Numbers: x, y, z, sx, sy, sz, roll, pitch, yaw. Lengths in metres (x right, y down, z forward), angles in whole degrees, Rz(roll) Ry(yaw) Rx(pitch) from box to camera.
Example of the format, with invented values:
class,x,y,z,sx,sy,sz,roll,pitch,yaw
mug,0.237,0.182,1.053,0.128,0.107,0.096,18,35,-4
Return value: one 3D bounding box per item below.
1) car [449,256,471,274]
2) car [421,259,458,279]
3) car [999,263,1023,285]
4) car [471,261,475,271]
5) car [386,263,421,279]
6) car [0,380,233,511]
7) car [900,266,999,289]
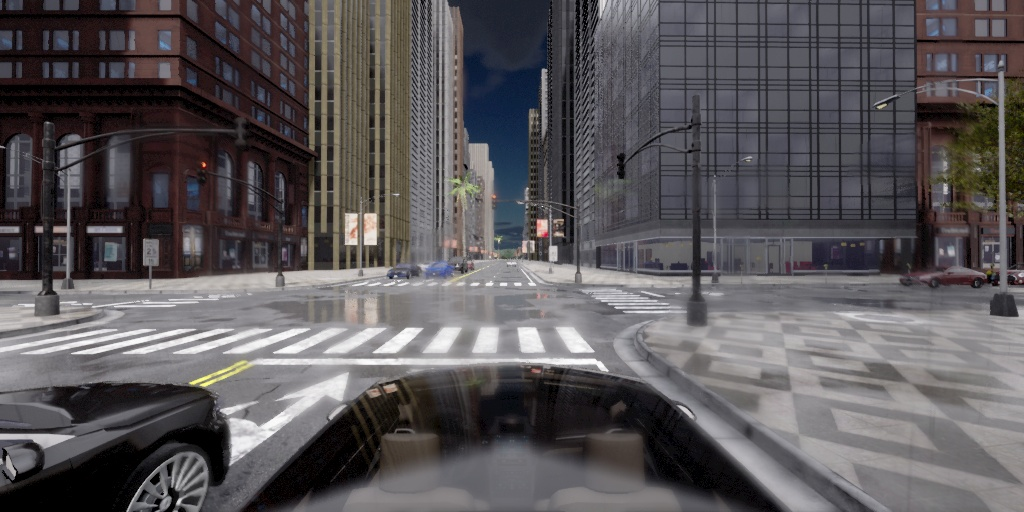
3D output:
class,x,y,z,sx,sy,sz,roll,pitch,yaw
car,-6.678,1.066,43.633,2.150,2.045,5.566,0,0,0
car,-6.658,1.290,33.525,1.882,1.535,5.008,0,0,2
car,32.064,1.117,22.086,4.097,1.591,1.967,0,0,-1
car,-6.681,1.410,53.923,1.812,1.442,4.674,0,0,0
car,-9.878,1.360,33.493,2.033,1.411,5.357,0,0,3
car,-3.137,1.241,0.886,2.128,1.511,4.902,0,0,-1
car,26.426,1.275,21.987,4.207,1.307,1.802,0,0,-1
